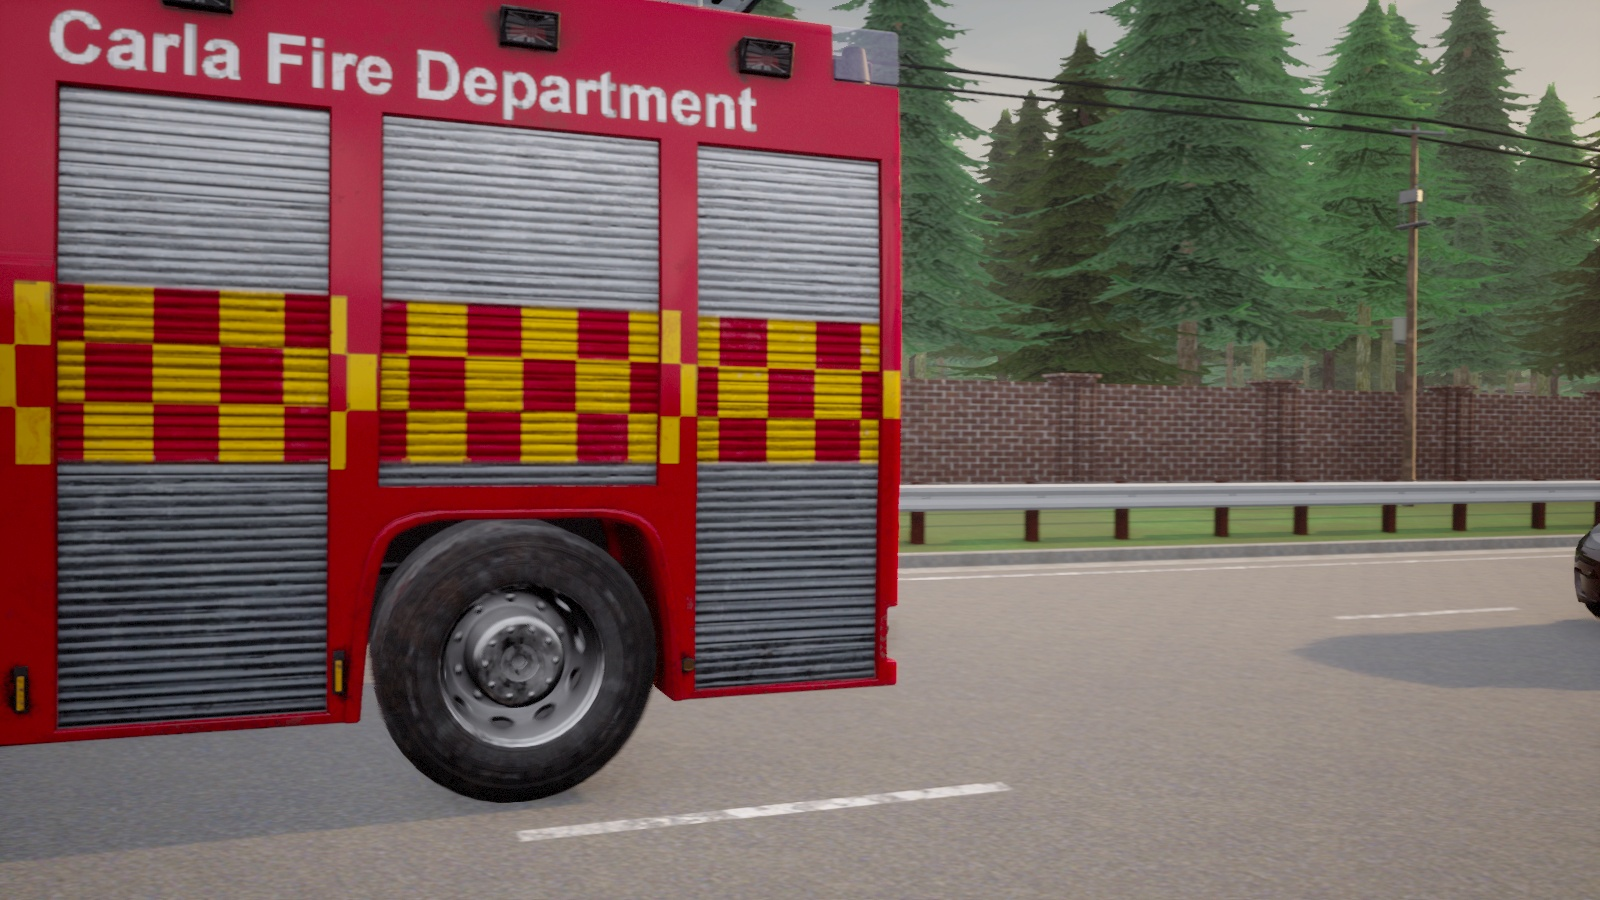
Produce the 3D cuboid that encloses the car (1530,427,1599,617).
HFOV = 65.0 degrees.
[{"bbox_3d":[8.698,0.535,10.289,4.792,1.488,2.163,-1,1,-21],"label":"car"}]

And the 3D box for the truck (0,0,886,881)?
[{"bbox_3d":[-4.110,-0.410,5.408,8.468,3.827,2.891,-1,1,-21],"label":"truck"}]
